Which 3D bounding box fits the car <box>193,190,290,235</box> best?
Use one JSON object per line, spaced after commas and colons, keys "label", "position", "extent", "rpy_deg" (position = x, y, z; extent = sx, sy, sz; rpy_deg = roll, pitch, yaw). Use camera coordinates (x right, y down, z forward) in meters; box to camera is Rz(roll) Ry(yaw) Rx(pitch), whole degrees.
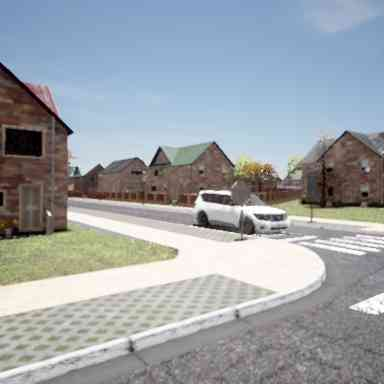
{"label": "car", "position": [2.287, 1.000, 16.915], "extent": [2.150, 2.045, 5.566], "rpy_deg": [1, 2, -36]}
